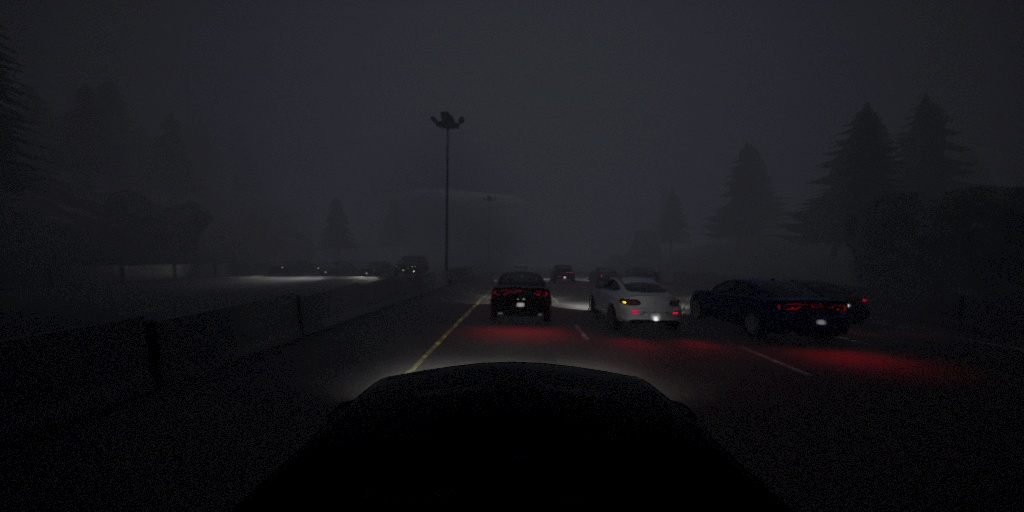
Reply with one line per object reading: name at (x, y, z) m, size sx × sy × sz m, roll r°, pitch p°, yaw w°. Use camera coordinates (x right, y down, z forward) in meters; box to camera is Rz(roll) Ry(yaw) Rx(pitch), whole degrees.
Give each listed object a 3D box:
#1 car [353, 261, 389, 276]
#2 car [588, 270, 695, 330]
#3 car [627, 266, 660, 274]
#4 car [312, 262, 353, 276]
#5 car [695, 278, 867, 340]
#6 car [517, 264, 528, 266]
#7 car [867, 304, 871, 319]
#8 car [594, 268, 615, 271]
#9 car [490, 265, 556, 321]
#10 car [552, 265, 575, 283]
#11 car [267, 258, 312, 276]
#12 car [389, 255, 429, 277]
car at (-13.167, 1.215, 35.345) m, size 2.033 × 1.411 × 5.357 m, roll 1°, pitch 0°, yaw 2°
car at (3.782, 1.379, 11.557) m, size 1.812 × 1.442 × 4.674 m, roll 1°, pitch 0°, yaw 2°
car at (11.343, 1.620, 31.552) m, size 1.882 × 1.535 × 5.008 m, roll 1°, pitch 0°, yaw 2°
car at (-16.702, 1.190, 34.489) m, size 1.895 × 1.301 × 4.718 m, roll 1°, pitch 0°, yaw 2°
car at (7.262, 1.399, 10.805) m, size 1.882 × 1.535 × 5.008 m, roll 1°, pitch 0°, yaw 2°
car at (0.822, 1.451, 31.375) m, size 1.812 × 1.442 × 4.674 m, roll 1°, pitch 0°, yaw 1°
car at (10.839, 1.572, 13.573) m, size 1.994 × 1.385 × 4.181 m, roll 1°, pitch 0°, yaw 2°
car at (7.817, 1.665, 30.742) m, size 1.895 × 1.301 × 4.718 m, roll 1°, pitch 0°, yaw 2°
car at (0.317, 1.267, 12.806) m, size 1.882 × 1.535 × 5.008 m, roll 1°, pitch 0°, yaw 2°
car at (4.336, 1.502, 31.377) m, size 1.837 × 1.490 × 4.892 m, roll 1°, pitch 0°, yaw 2°
car at (-20.253, 0.984, 33.189) m, size 1.882 × 1.535 × 5.008 m, roll 1°, pitch -1°, yaw 2°
car at (-9.673, 0.962, 34.956) m, size 2.150 × 2.045 × 5.566 m, roll 1°, pitch -1°, yaw 2°
